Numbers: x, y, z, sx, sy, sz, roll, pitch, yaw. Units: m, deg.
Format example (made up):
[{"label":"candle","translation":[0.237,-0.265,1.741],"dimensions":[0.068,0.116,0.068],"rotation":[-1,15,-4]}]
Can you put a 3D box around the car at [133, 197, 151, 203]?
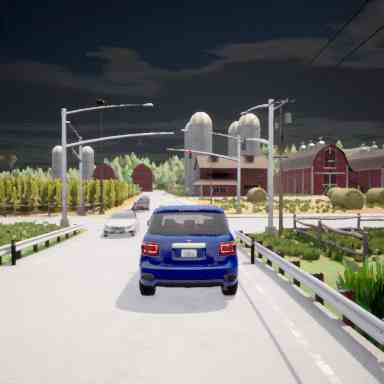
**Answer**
[{"label":"car","translation":[-6.048,1.624,40.005],"dimensions":[1.994,1.385,4.181],"rotation":[0,1,-4]}]

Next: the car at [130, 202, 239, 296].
[{"label":"car","translation":[-0.109,1.369,9.145],"dimensions":[2.150,2.045,5.566],"rotation":[0,-2,-1]}]

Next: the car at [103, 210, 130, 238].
[{"label":"car","translation":[-4.272,1.878,20.756],"dimensions":[1.812,1.442,4.674],"rotation":[0,1,-4]}]

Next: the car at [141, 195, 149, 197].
[{"label":"car","translation":[-8.081,1.319,57.093],"dimensions":[1.812,1.442,4.674],"rotation":[0,1,-7]}]
